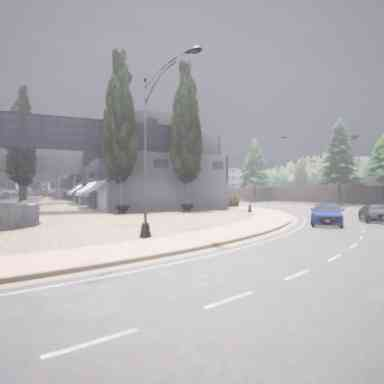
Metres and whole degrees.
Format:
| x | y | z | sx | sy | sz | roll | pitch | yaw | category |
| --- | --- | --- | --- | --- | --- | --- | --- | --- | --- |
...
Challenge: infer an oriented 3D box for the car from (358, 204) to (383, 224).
| x | y | z | sx | sy | sz | roll | pitch | yaw | category |
| --- | --- | --- | --- | --- | --- | --- | --- | --- | --- |
| 13.414 | 1.531 | 24.088 | 1.994 | 1.385 | 4.181 | 0 | 0 | 18 | car |

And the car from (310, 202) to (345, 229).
| x | y | z | sx | sy | sz | roll | pitch | yaw | category |
| --- | --- | --- | --- | --- | --- | --- | --- | --- | --- |
| 8.973 | 1.458 | 22.039 | 1.882 | 1.535 | 5.008 | 0 | 0 | 22 | car |
